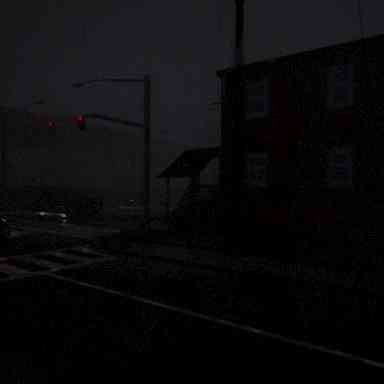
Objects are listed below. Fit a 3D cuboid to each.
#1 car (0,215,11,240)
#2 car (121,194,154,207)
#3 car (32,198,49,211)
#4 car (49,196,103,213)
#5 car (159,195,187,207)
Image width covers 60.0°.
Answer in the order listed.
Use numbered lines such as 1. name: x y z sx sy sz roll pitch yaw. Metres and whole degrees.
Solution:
1. car: -8.329 1.348 12.747 1.837 1.490 4.892 -2 2 -22
2. car: -7.208 0.997 44.038 2.097 1.767 4.553 1 1 36
3. car: -13.957 1.124 34.581 1.882 1.535 5.008 1 0 36
4. car: -11.023 1.190 32.667 1.837 1.490 4.892 1 1 36
5. car: -2.396 1.162 44.759 1.882 1.535 5.008 1 1 36
